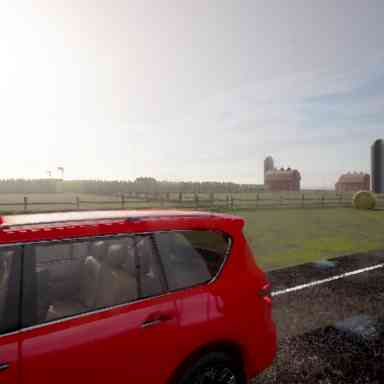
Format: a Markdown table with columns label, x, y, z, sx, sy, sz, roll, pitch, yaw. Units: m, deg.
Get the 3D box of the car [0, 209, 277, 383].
| label | x | y | z | sx | sy | sz | roll | pitch | yaw |
| --- | --- | --- | --- | --- | --- | --- | --- | --- | --- |
| car | -1.702 | 1.221 | 2.780 | 5.566 | 2.045 | 2.150 | 0 | 0 | -36 |
